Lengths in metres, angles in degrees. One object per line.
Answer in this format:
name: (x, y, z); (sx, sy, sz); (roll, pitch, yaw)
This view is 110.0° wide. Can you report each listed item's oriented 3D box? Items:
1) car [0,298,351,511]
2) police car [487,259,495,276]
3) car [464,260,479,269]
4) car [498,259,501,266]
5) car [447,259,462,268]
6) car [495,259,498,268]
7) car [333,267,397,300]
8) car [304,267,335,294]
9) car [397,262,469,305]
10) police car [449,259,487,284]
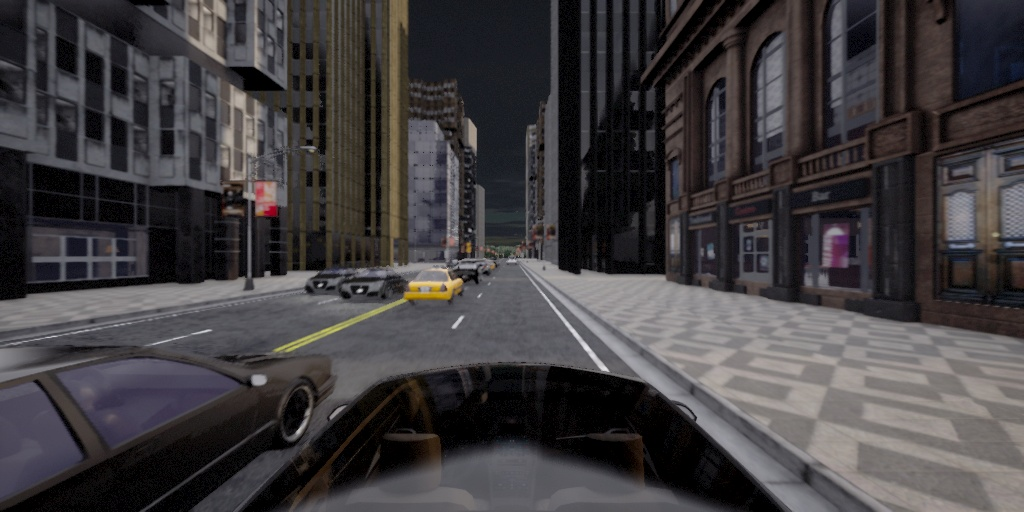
car: (-3.149, 1.297, 2.132); (2.033, 1.411, 5.357); (0, 0, 0)
police car: (-3.262, 1.261, 37.779); (2.038, 1.542, 4.974); (0, 0, 0)
car: (-6.567, 1.323, 58.735); (1.994, 1.385, 4.181); (0, 0, 1)
car: (-3.269, 1.263, 59.778); (1.837, 1.490, 4.892); (0, 0, 0)
car: (-9.804, 1.287, 61.518); (1.812, 1.442, 4.674); (0, 0, 1)
car: (-3.266, 1.214, 48.968); (1.801, 1.575, 5.366); (0, 0, 0)
car: (-6.603, 1.316, 17.525); (1.994, 1.385, 4.181); (0, 0, 0)
car: (-9.853, 1.316, 20.397); (1.994, 1.385, 4.181); (0, 0, 0)
car: (-3.255, 1.208, 15.968); (1.801, 1.575, 5.366); (0, 0, 0)
police car: (-3.258, 1.179, 26.888); (1.930, 1.638, 5.238); (0, 0, 0)
